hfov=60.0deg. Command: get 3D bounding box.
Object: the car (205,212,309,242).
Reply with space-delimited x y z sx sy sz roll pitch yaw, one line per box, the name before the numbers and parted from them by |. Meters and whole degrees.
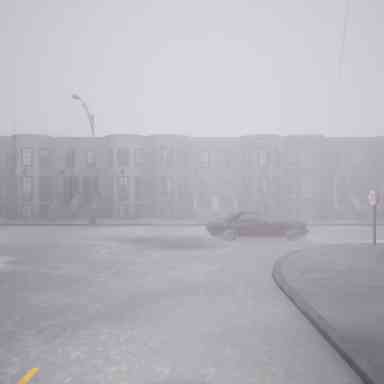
car | 3.025 1.601 15.876 4.718 1.301 1.895 0 0 0
